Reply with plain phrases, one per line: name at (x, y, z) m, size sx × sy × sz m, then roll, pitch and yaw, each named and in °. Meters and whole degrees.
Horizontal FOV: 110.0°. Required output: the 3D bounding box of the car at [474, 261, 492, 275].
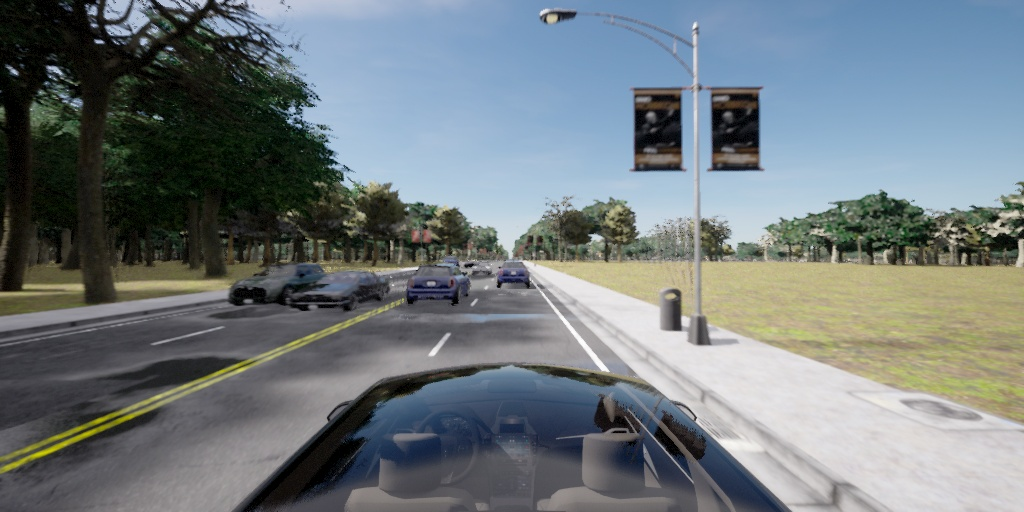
car at (-3.150, 1.356, 38.804) m, size 1.895 × 1.301 × 4.718 m, roll 0°, pitch 0°, yaw 0°

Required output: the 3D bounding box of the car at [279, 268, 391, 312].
car at (-6.601, 1.301, 14.549) m, size 2.033 × 1.411 × 5.357 m, roll 0°, pitch 0°, yaw 0°

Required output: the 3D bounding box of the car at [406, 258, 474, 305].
car at (-3.150, 1.107, 16.122) m, size 2.097 × 1.767 × 4.553 m, roll 0°, pitch 0°, yaw 0°

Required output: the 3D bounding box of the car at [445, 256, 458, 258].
car at (-9.797, 0.975, 57.144) m, size 2.150 × 2.045 × 5.566 m, roll 0°, pitch 0°, yaw 1°

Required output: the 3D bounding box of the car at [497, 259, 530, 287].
car at (0.101, 1.108, 24.789) m, size 2.097 × 1.767 × 4.553 m, roll 0°, pitch 0°, yaw 0°

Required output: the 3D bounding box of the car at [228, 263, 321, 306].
car at (-9.849, 1.105, 15.640) m, size 2.097 × 1.767 × 4.553 m, roll 0°, pitch 0°, yaw 0°

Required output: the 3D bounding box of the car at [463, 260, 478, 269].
car at (-6.547, 1.355, 57.209) m, size 1.895 × 1.301 × 4.718 m, roll 0°, pitch 0°, yaw 1°
